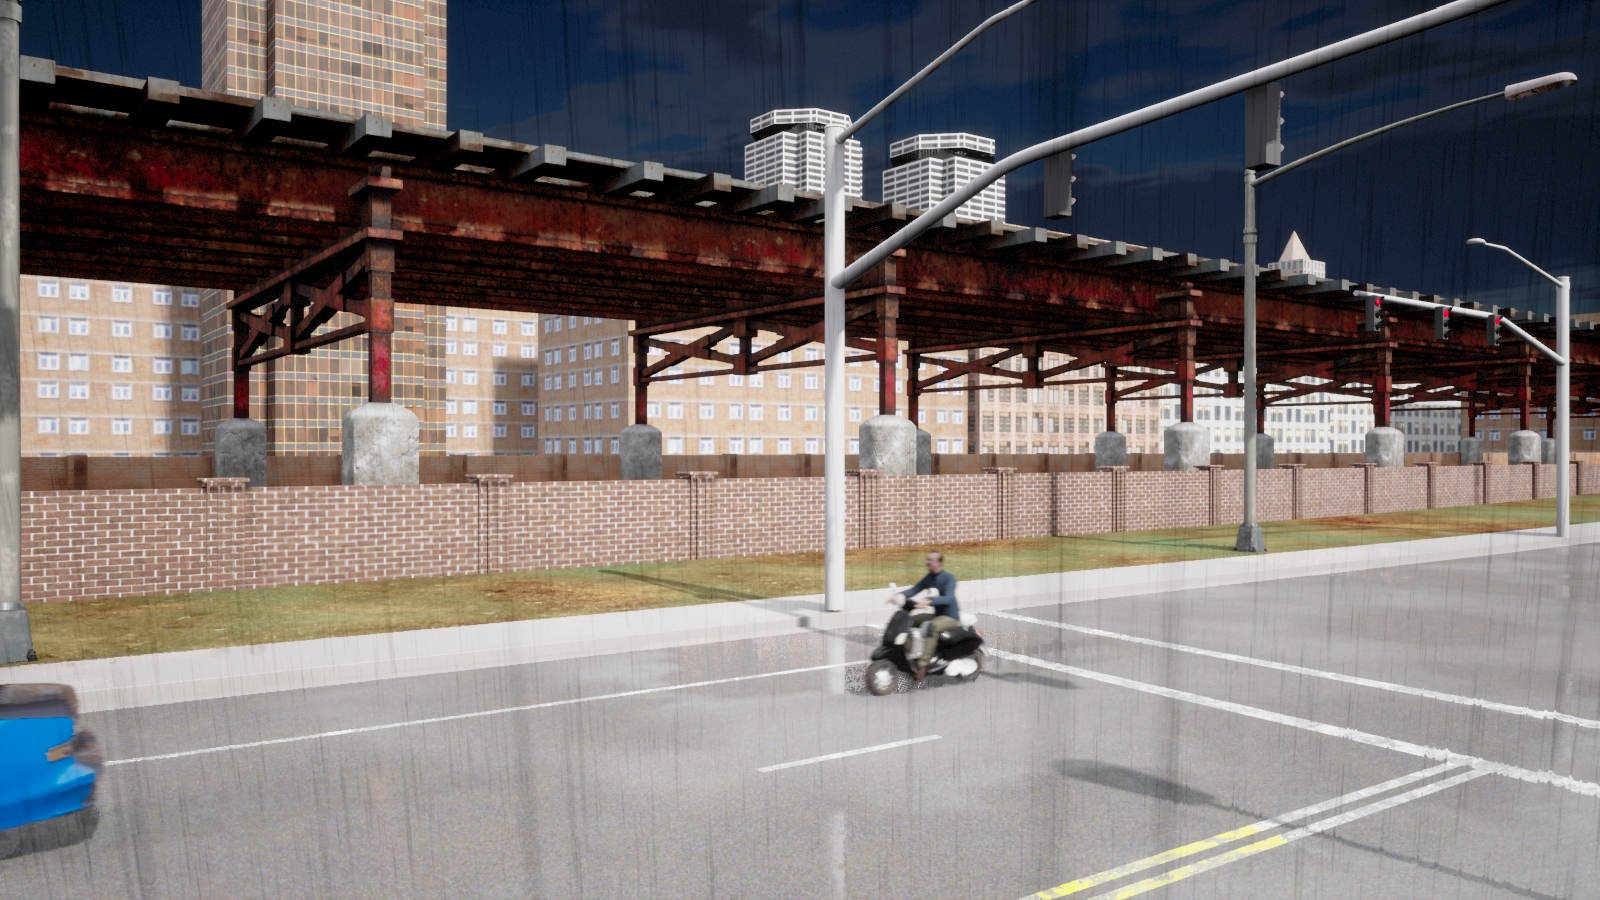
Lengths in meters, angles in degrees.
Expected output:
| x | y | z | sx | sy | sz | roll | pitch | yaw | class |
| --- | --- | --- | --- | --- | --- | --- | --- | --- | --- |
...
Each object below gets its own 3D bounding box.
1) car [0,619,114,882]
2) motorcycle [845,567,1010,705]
| x | y | z | sx | sy | sz | roll | pitch | yaw | class |
| --- | --- | --- | --- | --- | --- | --- | --- | --- | --- |
| -7.467 | 2.106 | 7.101 | 5.357 | 1.411 | 2.033 | 0 | 0 | -35 | car |
| 1.502 | 2.129 | 13.395 | 1.805 | 1.341 | 0.856 | 0 | 0 | -35 | motorcycle |
